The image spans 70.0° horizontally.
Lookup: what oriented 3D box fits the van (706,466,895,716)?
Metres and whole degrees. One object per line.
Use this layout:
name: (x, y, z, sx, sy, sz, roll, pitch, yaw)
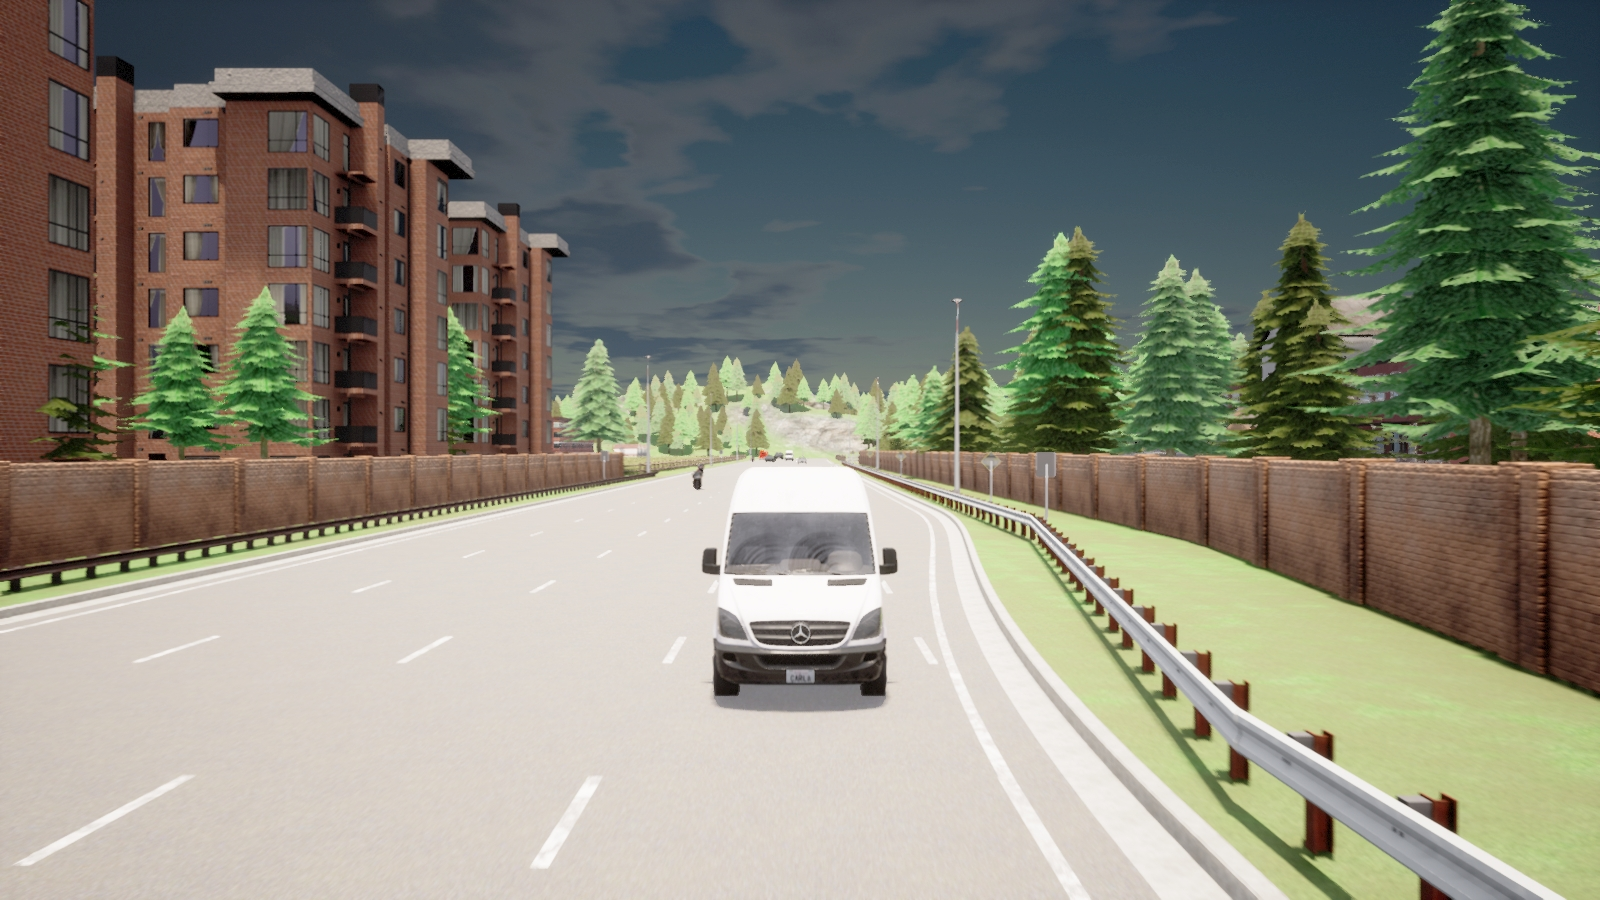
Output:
van: (0.004, 1.529, 15.017, 1.988, 2.561, 5.915, 0, 0, 0)
